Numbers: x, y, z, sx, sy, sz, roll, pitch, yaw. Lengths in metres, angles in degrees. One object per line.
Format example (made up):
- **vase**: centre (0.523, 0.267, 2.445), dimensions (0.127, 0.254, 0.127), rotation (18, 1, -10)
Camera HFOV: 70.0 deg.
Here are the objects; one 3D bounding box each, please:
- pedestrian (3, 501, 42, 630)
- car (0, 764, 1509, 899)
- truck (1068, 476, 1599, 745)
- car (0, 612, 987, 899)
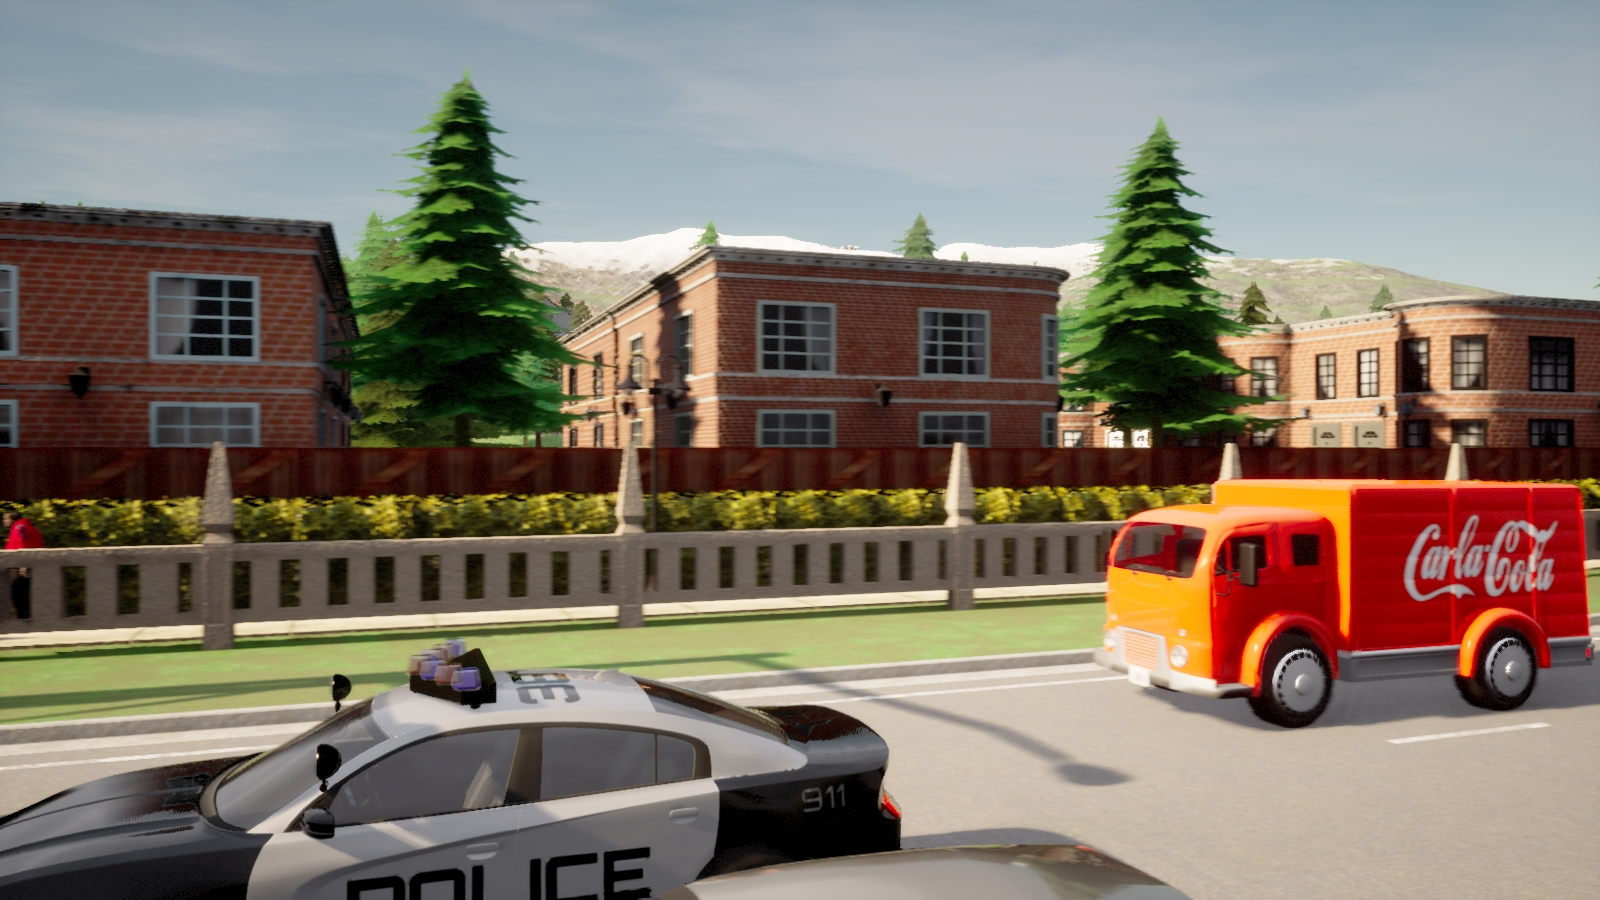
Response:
- **pedestrian**: centre (-11.518, 1.703, 16.930), dimensions (0.375, 1.860, 0.375), rotation (0, 0, -16)
- **car**: centre (-0.095, 2.065, 3.266), dimensions (4.193, 1.474, 1.816), rotation (0, 0, -20)
- **truck**: centre (6.014, 1.568, 12.938), dimensions (5.204, 2.467, 2.627), rotation (0, 0, -20)
- **car**: centre (-1.793, 1.982, 6.371), dimensions (5.238, 1.638, 2.097), rotation (0, 0, -20)
